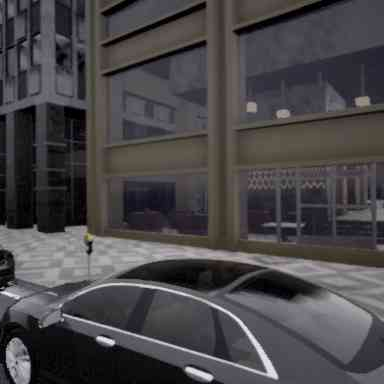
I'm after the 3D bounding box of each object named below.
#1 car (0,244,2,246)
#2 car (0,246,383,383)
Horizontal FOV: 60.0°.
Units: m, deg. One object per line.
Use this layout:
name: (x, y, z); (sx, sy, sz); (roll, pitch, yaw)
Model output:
car: (-6.000, 1.526, 7.674); (4.892, 1.490, 1.837); (0, 0, 34)
car: (-0.218, 1.509, 3.589); (4.892, 1.490, 1.837); (0, 0, 35)
